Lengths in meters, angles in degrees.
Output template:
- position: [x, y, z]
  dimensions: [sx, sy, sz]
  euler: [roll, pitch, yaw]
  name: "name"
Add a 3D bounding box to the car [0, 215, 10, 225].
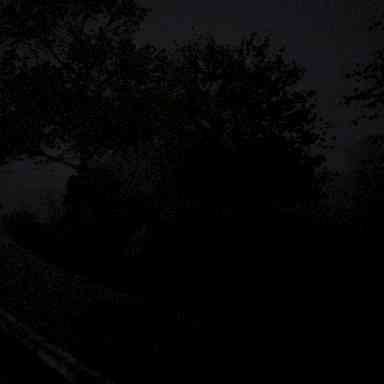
- position: [-19.304, 3.028, 34.123]
  dimensions: [1.994, 1.385, 4.181]
  euler: [-3, -5, -6]
  name: "car"
